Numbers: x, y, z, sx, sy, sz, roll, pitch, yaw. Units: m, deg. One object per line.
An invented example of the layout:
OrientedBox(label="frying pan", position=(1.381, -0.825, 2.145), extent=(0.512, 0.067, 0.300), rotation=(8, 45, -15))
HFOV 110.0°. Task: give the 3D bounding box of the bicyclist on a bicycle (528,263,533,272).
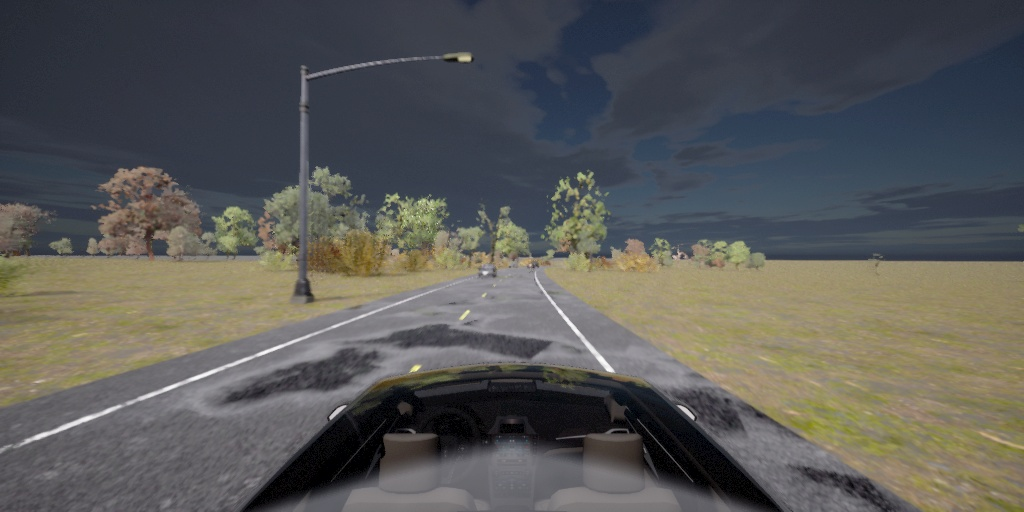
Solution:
OrientedBox(label="bicyclist on a bicycle", position=(2.957, 1.884, 57.969), extent=(0.866, 1.612, 1.509), rotation=(0, -1, 4))

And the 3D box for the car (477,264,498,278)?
OrientedBox(label="car", position=(-2.648, 1.669, 39.879), extent=(2.128, 1.511, 4.902), rotation=(0, -1, 3))
